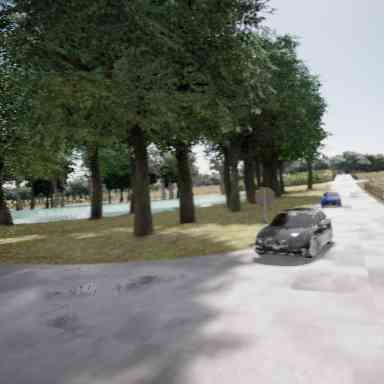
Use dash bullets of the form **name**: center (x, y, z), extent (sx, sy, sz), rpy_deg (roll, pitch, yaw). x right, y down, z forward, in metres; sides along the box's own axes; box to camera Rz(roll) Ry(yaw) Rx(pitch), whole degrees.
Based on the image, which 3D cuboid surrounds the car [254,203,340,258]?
- **car**: center (3.929, 1.405, 12.327), extent (1.837, 1.490, 4.892), rpy_deg (-1, 1, 33)

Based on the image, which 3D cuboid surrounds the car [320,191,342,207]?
- **car**: center (14.384, 0.704, 34.389), extent (1.882, 1.535, 5.008), rpy_deg (-3, 1, 24)
